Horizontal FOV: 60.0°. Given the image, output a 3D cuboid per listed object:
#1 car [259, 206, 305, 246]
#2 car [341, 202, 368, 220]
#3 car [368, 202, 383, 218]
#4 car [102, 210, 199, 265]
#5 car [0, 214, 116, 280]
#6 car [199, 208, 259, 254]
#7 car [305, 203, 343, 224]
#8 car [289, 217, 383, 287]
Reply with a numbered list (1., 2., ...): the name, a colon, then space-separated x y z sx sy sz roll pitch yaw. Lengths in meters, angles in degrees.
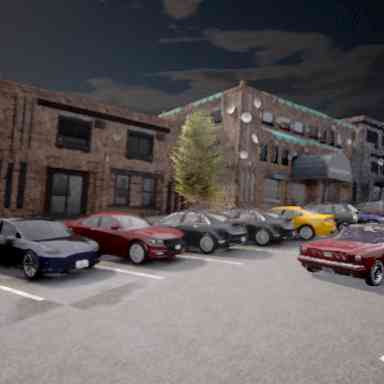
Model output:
1. car: 2.257 1.490 15.228 4.892 1.521 2.231 -1 -1 34
2. car: 7.033 1.374 18.656 4.553 1.767 2.185 -1 -1 34
3. car: 9.393 1.550 20.398 4.674 1.452 2.002 -1 -1 34
4. car: -2.502 1.481 11.795 5.008 1.535 2.097 -1 -1 34
5. car: -4.848 1.506 10.044 4.792 1.488 2.163 -1 -1 34
6. car: -0.120 1.486 13.509 4.892 1.521 2.231 -1 -1 34
7. car: 4.635 1.493 16.952 5.008 1.535 2.097 -1 -1 34
8. car: 5.141 1.614 9.524 4.718 1.301 1.895 0 0 -36
